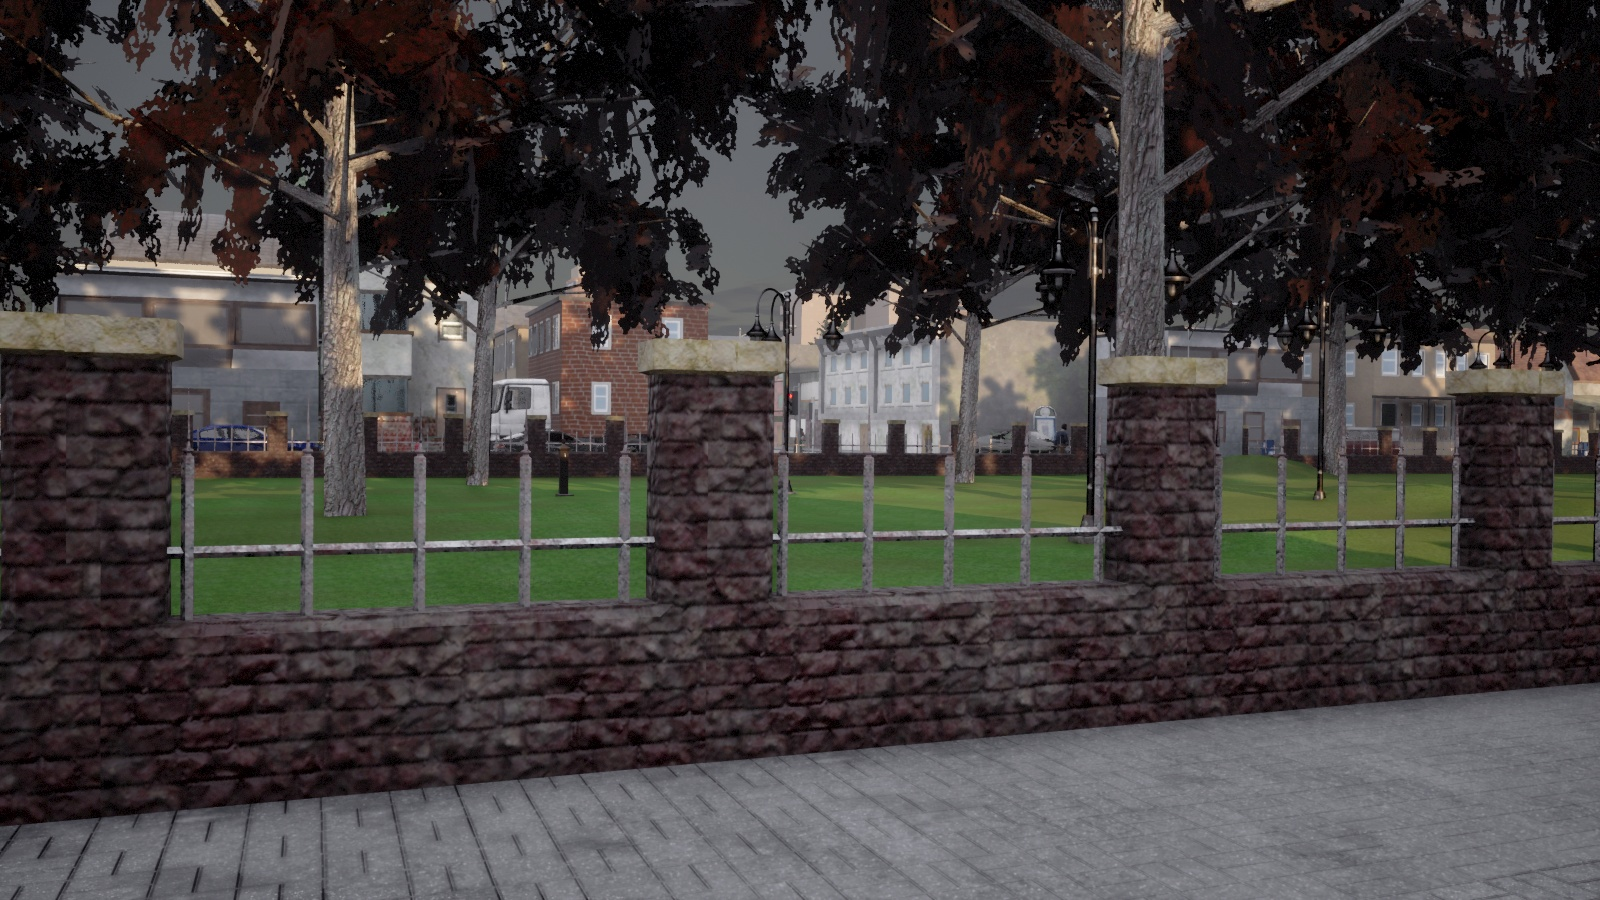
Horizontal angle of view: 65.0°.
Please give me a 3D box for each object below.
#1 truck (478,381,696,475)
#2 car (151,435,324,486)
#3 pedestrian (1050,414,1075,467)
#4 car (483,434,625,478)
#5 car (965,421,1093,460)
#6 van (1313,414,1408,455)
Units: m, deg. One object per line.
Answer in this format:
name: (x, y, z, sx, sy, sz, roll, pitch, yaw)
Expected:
truck: (-8.310, -0.893, 49.130, 7.936, 3.462, 2.891, -1, 1, -22)
car: (-18.238, 0.307, 40.900, 5.008, 1.535, 1.882, -1, 1, -24)
pedestrian: (9.632, -0.346, 46.071, 0.788, 1.949, 0.423, -1, 1, -21)
car: (-8.734, 0.192, 44.624, 4.674, 1.442, 1.812, -1, 1, -24)
car: (9.938, -0.419, 54.598, 5.027, 1.651, 2.152, 0, 1, 32)
van: (28.271, -0.785, 63.343, 4.442, 1.987, 1.775, -1, 1, -21)
